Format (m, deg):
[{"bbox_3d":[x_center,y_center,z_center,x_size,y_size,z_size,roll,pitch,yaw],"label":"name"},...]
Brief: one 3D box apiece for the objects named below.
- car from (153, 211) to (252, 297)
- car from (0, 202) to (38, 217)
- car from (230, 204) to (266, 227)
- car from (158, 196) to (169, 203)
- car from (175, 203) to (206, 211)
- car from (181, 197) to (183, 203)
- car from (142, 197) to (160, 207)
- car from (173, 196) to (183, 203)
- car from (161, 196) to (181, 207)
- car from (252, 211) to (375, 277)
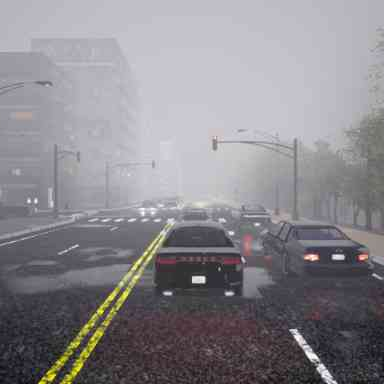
[{"bbox_3d":[0.140,1.478,8.650,1.882,1.535,5.008,0,0,0],"label":"car"},{"bbox_3d":[-18.182,1.723,33.577,4.902,1.511,2.128,-1,0,-1],"label":"car"},{"bbox_3d":[3.443,1.494,19.900,2.128,1.511,4.902,0,0,0],"label":"car"},{"bbox_3d":[-6.157,1.627,72.118,1.895,1.301,4.718,0,0,0],"label":"car"},{"bbox_3d":[0.190,1.566,18.990,1.994,1.385,4.181,0,0,0],"label":"car"},{"bbox_3d":[-3.043,1.526,59.953,1.837,1.490,4.892,0,0,0],"label":"car"},{"bbox_3d":[-6.354,1.615,50.115,1.895,1.301,4.718,0,0,0],"label":"car"},{"bbox_3d":[-2.913,1.584,71.100,1.994,1.385,4.181,0,0,0],"label":"car"},{"bbox_3d":[-3.104,1.562,50.354,2.033,1.411,5.357,0,0,0],"label":"car"},{"bbox_3d":[3.395,1.548,10.158,2.033,1.411,5.357,0,0,1],"label":"car"}]
